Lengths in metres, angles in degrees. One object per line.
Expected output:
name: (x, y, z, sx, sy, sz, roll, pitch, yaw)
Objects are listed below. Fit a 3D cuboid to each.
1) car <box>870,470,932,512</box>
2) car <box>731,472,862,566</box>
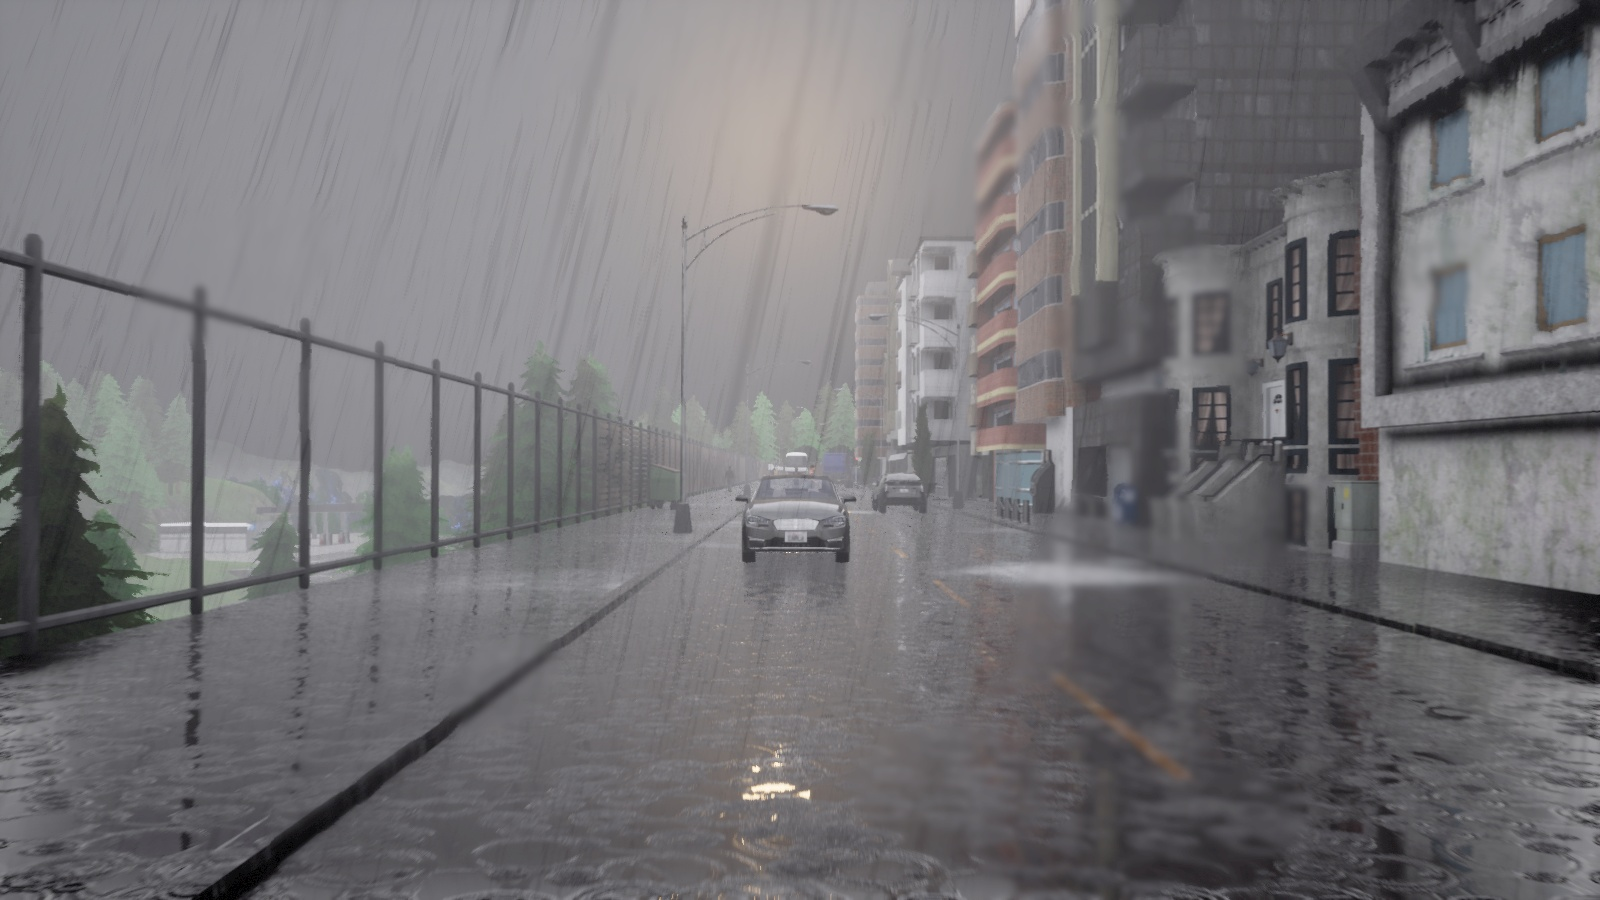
car: (3.862, 1.563, 48.783, 2.007, 1.525, 4.514, 0, -1, 0)
car: (-0.064, 1.153, 22.803, 2.128, 1.511, 4.902, 0, -1, 0)
